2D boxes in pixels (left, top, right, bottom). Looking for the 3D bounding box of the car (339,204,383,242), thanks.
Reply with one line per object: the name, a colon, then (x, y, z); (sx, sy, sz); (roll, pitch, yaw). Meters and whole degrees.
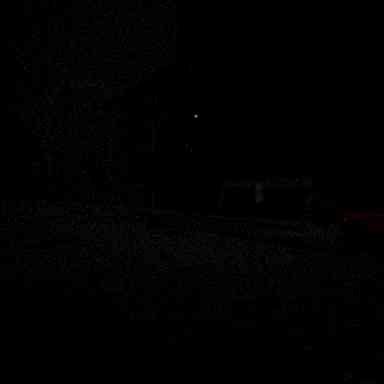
car: (9.412, 1.296, 14.506); (2.150, 2.045, 5.566); (1, -1, -36)
